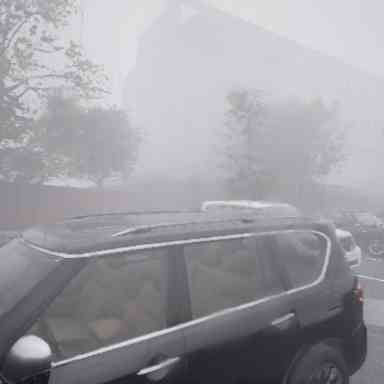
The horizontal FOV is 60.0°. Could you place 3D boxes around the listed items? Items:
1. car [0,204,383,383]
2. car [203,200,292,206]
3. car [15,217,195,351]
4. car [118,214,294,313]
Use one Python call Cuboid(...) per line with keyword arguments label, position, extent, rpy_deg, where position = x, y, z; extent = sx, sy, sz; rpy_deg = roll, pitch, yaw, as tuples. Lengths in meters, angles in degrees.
Cuboid(label="car", position=(-0.711, 1.232, 2.871), extent=(5.566, 2.045, 2.150), rpy_deg=(1, 0, -36))
Cuboid(label="car", position=(2.290, 1.316, 10.568), extent=(2.435, 2.045, 5.566), rpy_deg=(1, 0, -36))
Cuboid(label="car", position=(-2.280, 1.507, 7.349), extent=(2.231, 1.521, 4.892), rpy_deg=(1, 0, -36))
Cuboid(label="car", position=(0.000, 1.537, 8.961), extent=(2.097, 1.535, 5.008), rpy_deg=(1, 0, -35))
